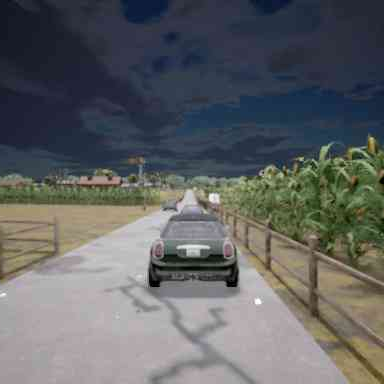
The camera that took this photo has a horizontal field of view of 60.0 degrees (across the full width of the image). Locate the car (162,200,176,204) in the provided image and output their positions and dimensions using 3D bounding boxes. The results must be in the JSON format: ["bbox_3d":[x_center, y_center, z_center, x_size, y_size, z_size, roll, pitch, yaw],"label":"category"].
[{"bbox_3d":[-2.934,1.862,45.057,1.837,1.490,4.892,0,-1,0],"label":"car"}]

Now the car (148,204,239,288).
[{"bbox_3d":[0.044,1.375,9.499,2.097,1.767,4.553,0,0,0],"label":"car"}]

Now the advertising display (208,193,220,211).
[{"bbox_3d":[3.051,1.389,45.801,1.540,2.440,0.280,1,0,0],"label":"advertising display"}]
